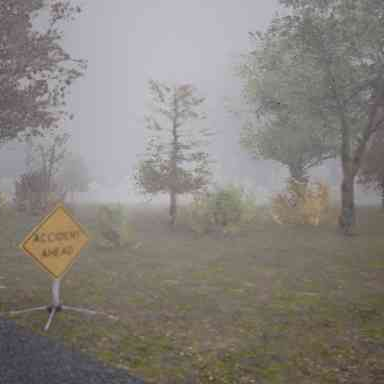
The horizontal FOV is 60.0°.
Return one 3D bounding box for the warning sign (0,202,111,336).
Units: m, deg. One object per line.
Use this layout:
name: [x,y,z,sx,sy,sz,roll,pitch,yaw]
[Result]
warning sign: [-2.261,1.115,5.572,1.060,1.860,1.300,2,0,35]
